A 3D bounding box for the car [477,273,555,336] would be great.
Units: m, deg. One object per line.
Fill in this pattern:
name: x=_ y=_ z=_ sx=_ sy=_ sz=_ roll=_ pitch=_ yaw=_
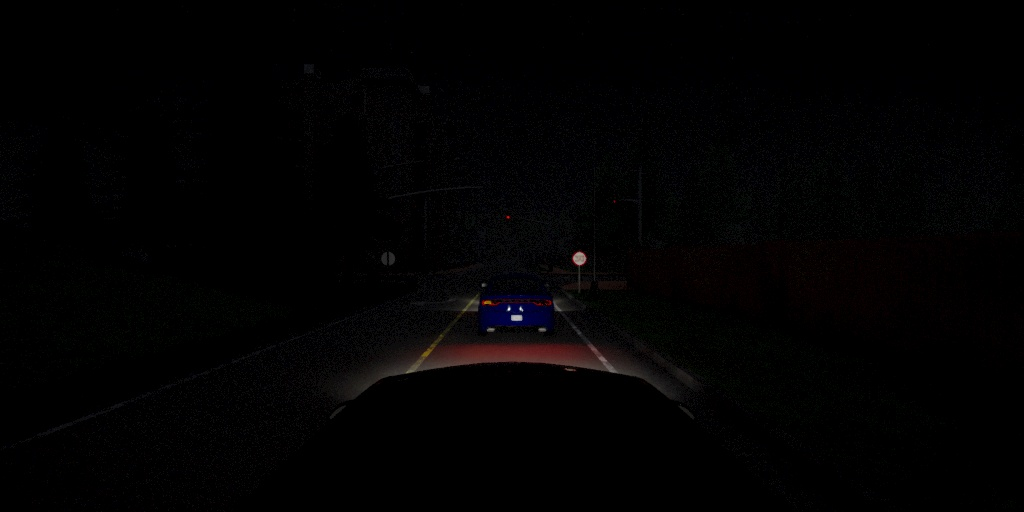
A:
car: x=0.100 y=1.228 z=10.458 sx=1.882 sy=1.535 sz=5.008 roll=0 pitch=0 yaw=0
